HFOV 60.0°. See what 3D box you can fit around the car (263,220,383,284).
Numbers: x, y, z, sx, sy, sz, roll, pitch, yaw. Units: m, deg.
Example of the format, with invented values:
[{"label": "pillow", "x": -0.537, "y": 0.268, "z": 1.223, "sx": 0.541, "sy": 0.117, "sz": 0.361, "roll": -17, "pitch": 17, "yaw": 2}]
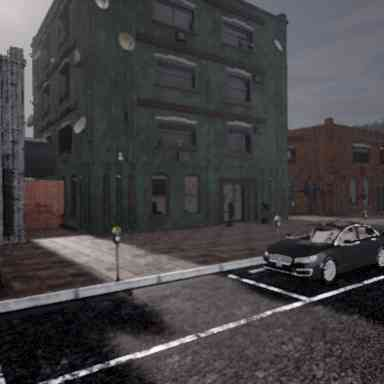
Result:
[{"label": "car", "x": 3.886, "y": 1.509, "z": 9.328, "sx": 4.403, "sy": 1.369, "sz": 2.008, "roll": 0, "pitch": 0, "yaw": -35}]
